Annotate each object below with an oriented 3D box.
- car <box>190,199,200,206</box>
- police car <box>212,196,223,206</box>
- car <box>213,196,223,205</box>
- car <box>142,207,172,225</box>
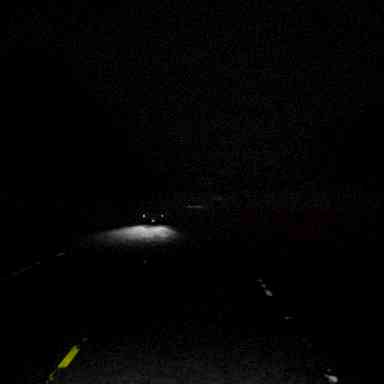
[{"bbox_3d":[0.643,2.137,68.721,1.882,1.535,5.008,0,-1,5],"label":"car"},{"bbox_3d":[5.598,2.161,73.080,1.930,1.638,5.238,0,0,5],"label":"police car"},{"bbox_3d":[6.517,2.018,82.967,2.150,2.045,5.566,1,0,5],"label":"car"},{"bbox_3d":[-2.829,1.913,27.443,1.895,1.301,4.718,0,-1,3],"label":"car"}]
